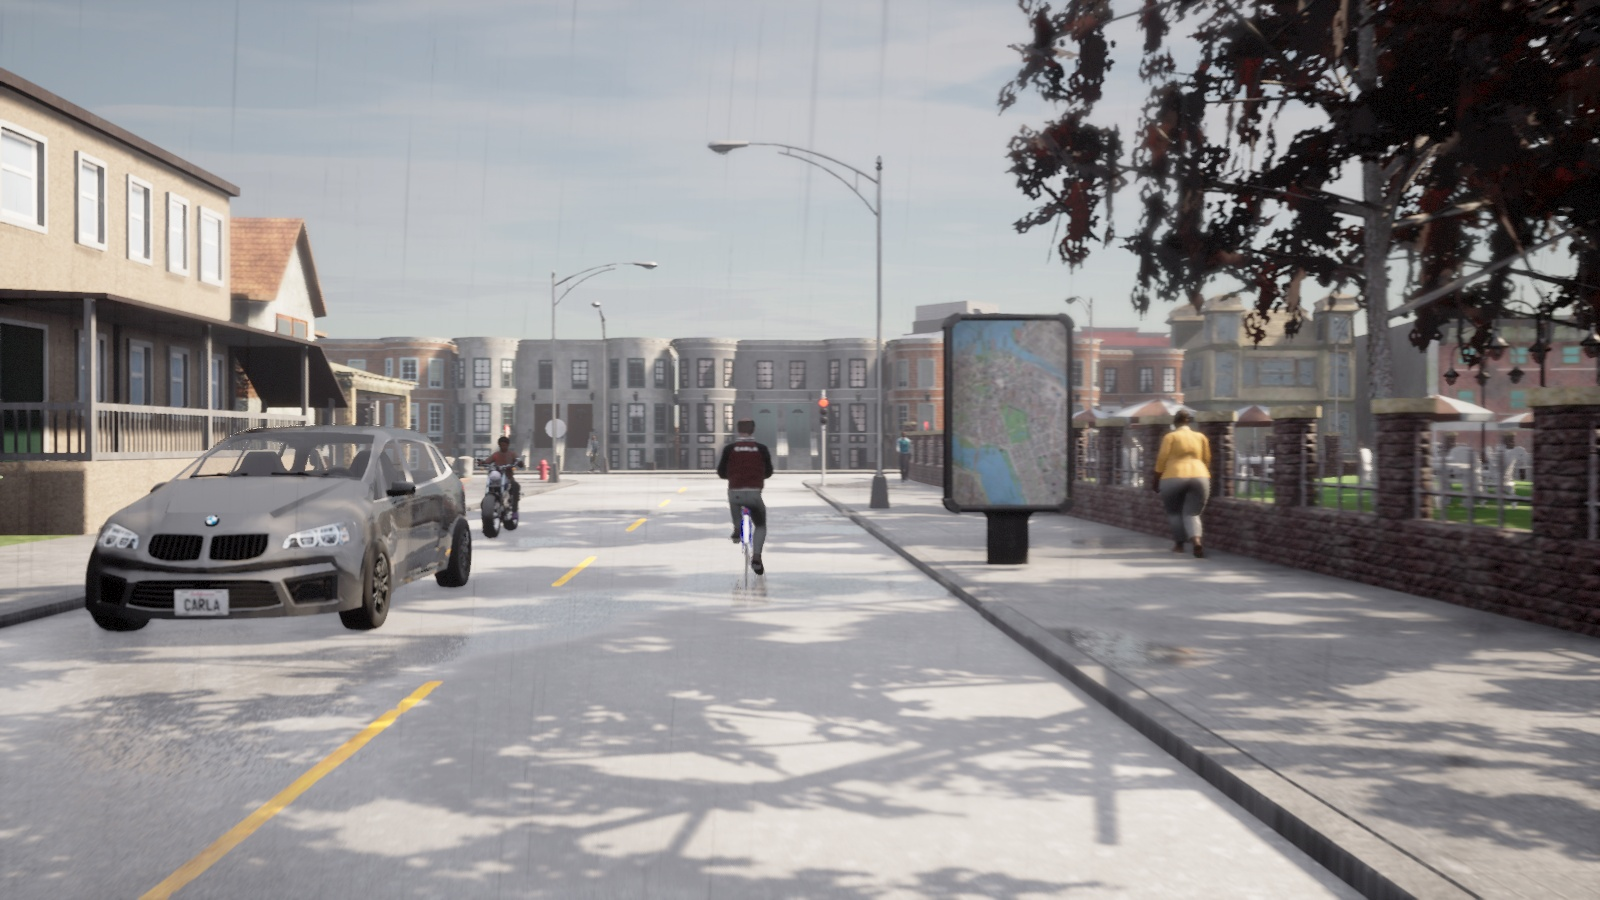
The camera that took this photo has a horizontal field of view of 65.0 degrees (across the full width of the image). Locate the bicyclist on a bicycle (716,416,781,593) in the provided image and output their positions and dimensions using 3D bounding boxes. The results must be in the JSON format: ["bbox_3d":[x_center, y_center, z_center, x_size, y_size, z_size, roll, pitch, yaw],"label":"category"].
[{"bbox_3d":[-0.556,0.539,13.541,0.659,1.776,1.843,0,1,-2],"label":"bicyclist on a bicycle"}]

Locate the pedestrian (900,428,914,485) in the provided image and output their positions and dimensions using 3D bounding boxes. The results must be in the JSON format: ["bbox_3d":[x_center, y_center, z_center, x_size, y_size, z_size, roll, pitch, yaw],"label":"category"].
[{"bbox_3d":[3.658,0.212,42.977,0.396,1.930,0.692,0,0,0],"label":"pedestrian"}]

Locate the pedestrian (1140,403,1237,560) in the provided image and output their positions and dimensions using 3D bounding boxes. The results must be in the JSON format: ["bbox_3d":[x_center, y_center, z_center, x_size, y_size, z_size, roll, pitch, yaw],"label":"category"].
[{"bbox_3d":[4.732,0.370,15.340,0.874,1.855,0.900,0,0,-3],"label":"pedestrian"}]

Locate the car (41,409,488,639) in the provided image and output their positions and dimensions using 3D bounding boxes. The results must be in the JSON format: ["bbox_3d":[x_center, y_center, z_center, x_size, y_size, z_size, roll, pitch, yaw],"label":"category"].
[{"bbox_3d":[-4.467,0.523,11.463,2.242,1.667,4.611,0,0,-2],"label":"car"}]

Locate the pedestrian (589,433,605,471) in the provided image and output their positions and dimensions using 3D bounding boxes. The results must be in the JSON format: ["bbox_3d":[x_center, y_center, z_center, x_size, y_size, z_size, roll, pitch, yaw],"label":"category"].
[{"bbox_3d":[-9.866,0.103,61.021,0.726,1.842,0.402,0,0,2],"label":"pedestrian"}]

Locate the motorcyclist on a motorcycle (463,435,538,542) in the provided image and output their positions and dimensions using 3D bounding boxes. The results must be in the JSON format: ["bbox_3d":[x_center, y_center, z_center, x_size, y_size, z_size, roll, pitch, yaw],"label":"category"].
[{"bbox_3d":[-4.853,0.577,20.507,0.766,1.649,2.350,0,1,-2],"label":"motorcyclist on a motorcycle"}]

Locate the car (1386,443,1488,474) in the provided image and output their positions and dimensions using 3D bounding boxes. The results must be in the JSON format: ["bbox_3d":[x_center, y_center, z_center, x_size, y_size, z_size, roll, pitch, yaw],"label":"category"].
[{"bbox_3d":[29.869,0.387,58.971,3.806,1.475,1.970,0,0,-2],"label":"car"}]
